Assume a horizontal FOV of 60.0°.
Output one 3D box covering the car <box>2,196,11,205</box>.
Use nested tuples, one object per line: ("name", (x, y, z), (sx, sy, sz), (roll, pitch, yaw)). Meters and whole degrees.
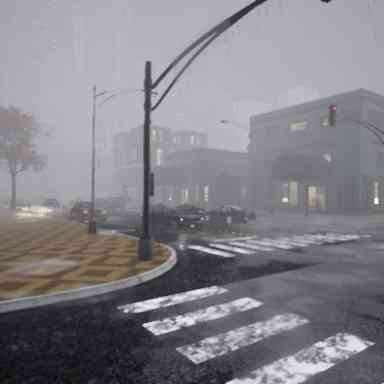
("car", (-36.522, 1.861, 67.278), (1.947, 1.339, 4.313), (1, -1, -35))

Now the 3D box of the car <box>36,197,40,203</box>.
("car", (-35.960, 1.786, 81.180), (2.192, 1.841, 5.009), (1, -1, -35))

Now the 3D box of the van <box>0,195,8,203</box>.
("van", (-46.009, 1.719, 80.966), (1.690, 1.788, 3.998), (1, -1, -35))

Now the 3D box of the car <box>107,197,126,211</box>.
("car", (-10.592, 1.570, 44.733), (2.192, 1.841, 5.009), (1, -1, -35))

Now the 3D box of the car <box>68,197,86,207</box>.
("car", (-20.148, 1.775, 58.369), (1.967, 1.590, 4.097), (1, -1, -35))

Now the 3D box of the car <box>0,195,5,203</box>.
("car", (-42.750, 1.875, 76.263), (1.752, 1.417, 4.829), (1, -1, -35))

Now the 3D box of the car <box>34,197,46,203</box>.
("car", (-39.124, 2.050, 85.740), (2.008, 1.369, 4.403), (1, -1, -35))

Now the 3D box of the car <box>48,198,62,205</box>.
("car", (-29.733, 1.942, 72.194), (1.752, 1.417, 4.829), (1, -1, -35))

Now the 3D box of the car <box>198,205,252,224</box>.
("car", (2.660, 1.696, 25.693), (2.008, 1.369, 4.403), (1, -1, -35))

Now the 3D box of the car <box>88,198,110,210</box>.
("car", (-13.782, 1.721, 49.275), (1.967, 1.590, 4.097), (1, -1, -35))

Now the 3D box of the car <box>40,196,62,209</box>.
("car", (-20.675, 1.635, 49.150), (1.837, 1.490, 4.892), (1, -1, -35))

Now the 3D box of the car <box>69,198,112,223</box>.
("car", (-8.165, 1.491, 26.148), (1.967, 1.590, 4.097), (1, -1, -35))

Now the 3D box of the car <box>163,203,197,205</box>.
("car", (-0.464, 1.737, 30.198), (1.947, 1.339, 4.313), (1, -1, -35))

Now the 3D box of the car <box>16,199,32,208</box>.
("car", (-26.938, 1.738, 53.453), (1.752, 1.417, 4.829), (1, -1, -35))

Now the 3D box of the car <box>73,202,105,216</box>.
("car", (-10.912, 1.733, 34.893), (1.895, 1.301, 4.718), (1, -1, -35))

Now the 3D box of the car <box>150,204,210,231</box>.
("car", (-1.210, 1.652, 20.889), (1.895, 1.301, 4.718), (1, -1, -35))
